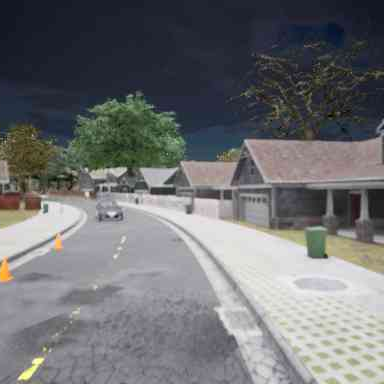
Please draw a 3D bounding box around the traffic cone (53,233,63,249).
[{"bbox_3d":[-5.388,1.961,13.435,0.340,0.580,0.340,0,0,-8],"label":"traffic cone"}]

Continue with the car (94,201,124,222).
[{"bbox_3d":[-6.788,1.487,26.840,2.128,1.511,4.902,0,0,-22],"label":"car"}]

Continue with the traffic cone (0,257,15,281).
[{"bbox_3d":[-4.827,1.965,8.583,0.340,0.580,0.340,0,0,-5],"label":"traffic cone"}]
